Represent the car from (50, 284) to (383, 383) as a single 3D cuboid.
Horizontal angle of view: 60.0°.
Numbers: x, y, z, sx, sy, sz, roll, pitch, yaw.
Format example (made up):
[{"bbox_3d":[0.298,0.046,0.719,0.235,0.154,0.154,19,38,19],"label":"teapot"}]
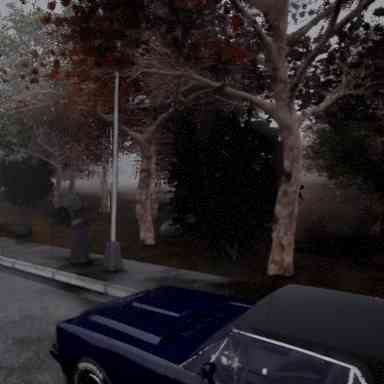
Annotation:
[{"bbox_3d":[0.810,1.593,2.983,4.718,1.301,1.895,1,0,35],"label":"car"}]
